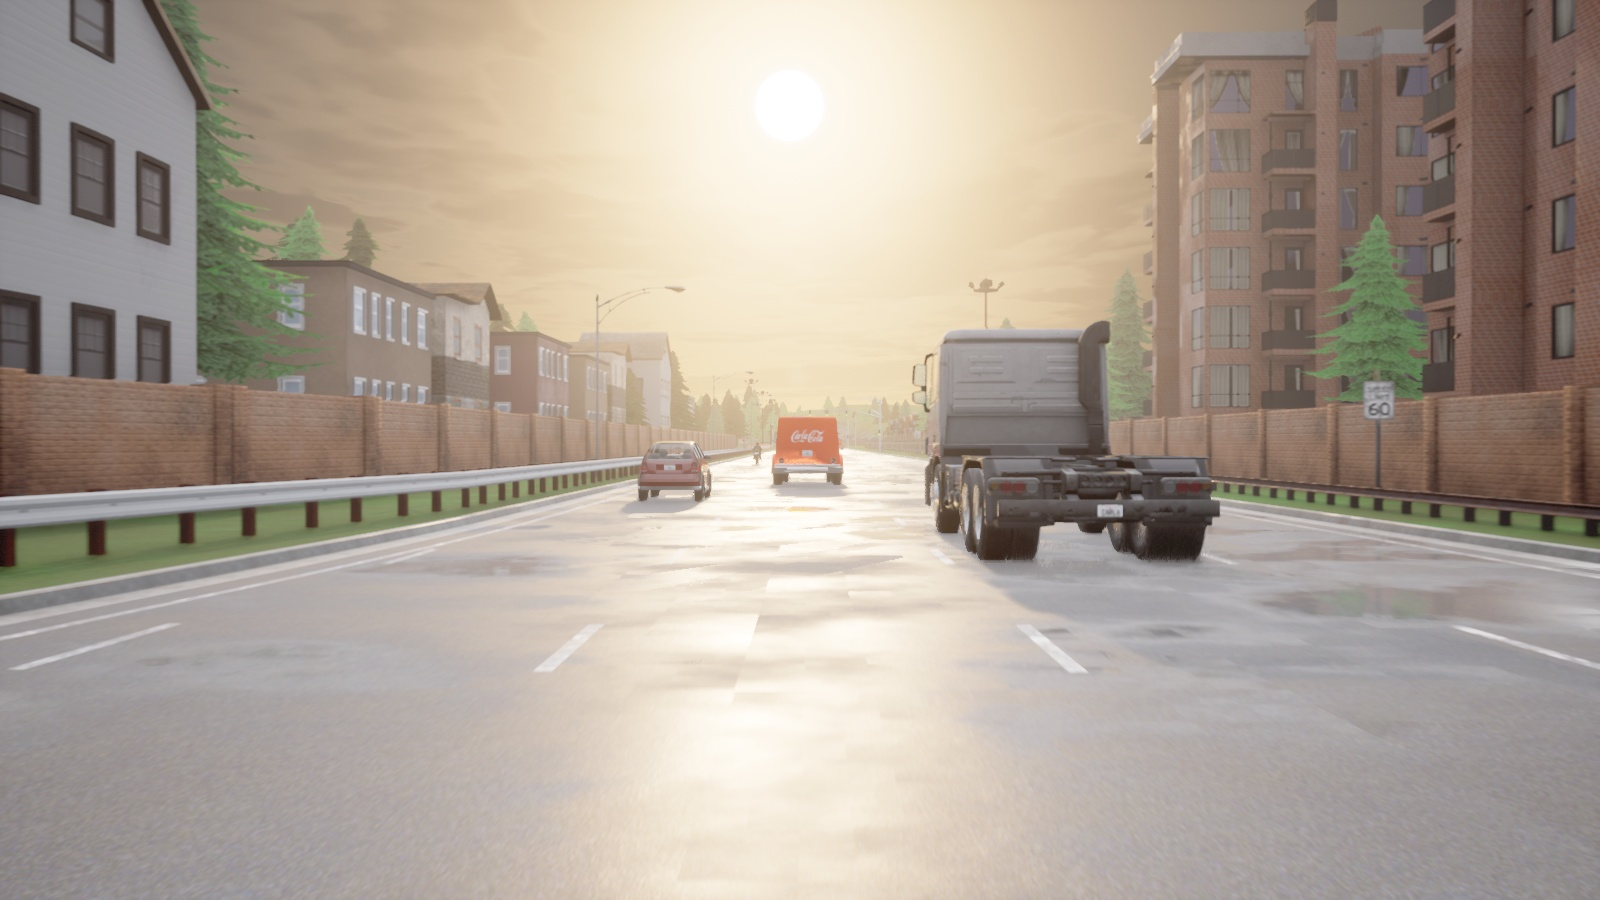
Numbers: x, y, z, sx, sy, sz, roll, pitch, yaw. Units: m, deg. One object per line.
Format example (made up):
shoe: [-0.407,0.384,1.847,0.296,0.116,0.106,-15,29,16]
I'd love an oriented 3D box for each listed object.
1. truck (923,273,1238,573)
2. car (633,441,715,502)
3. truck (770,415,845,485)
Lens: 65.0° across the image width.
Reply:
truck: [3.621,-0.336,18.451,2.891,3.462,7.936,0,0,0]
car: [-3.294,0.534,33.503,1.789,1.549,3.705,0,0,0]
truck: [0.281,-0.002,46.747,2.627,2.467,5.204,0,0,0]
